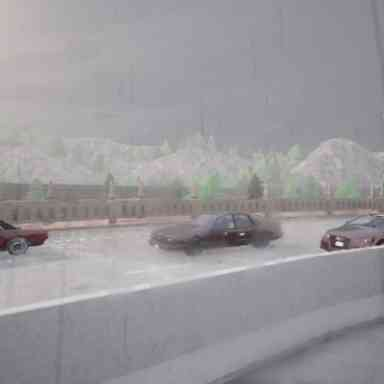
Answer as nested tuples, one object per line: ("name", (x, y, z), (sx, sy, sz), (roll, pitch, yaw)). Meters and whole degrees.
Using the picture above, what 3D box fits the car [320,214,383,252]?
("car", (6.560, 1.503, 11.758), (4.181, 1.385, 1.994), (0, 0, -28))

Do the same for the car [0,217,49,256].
("car", (-7.569, 1.543, 11.337), (4.718, 1.301, 1.895), (0, 0, -35))

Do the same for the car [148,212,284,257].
("car", (1.093, 1.481, 12.782), (5.357, 1.411, 2.033), (0, 0, -30))
